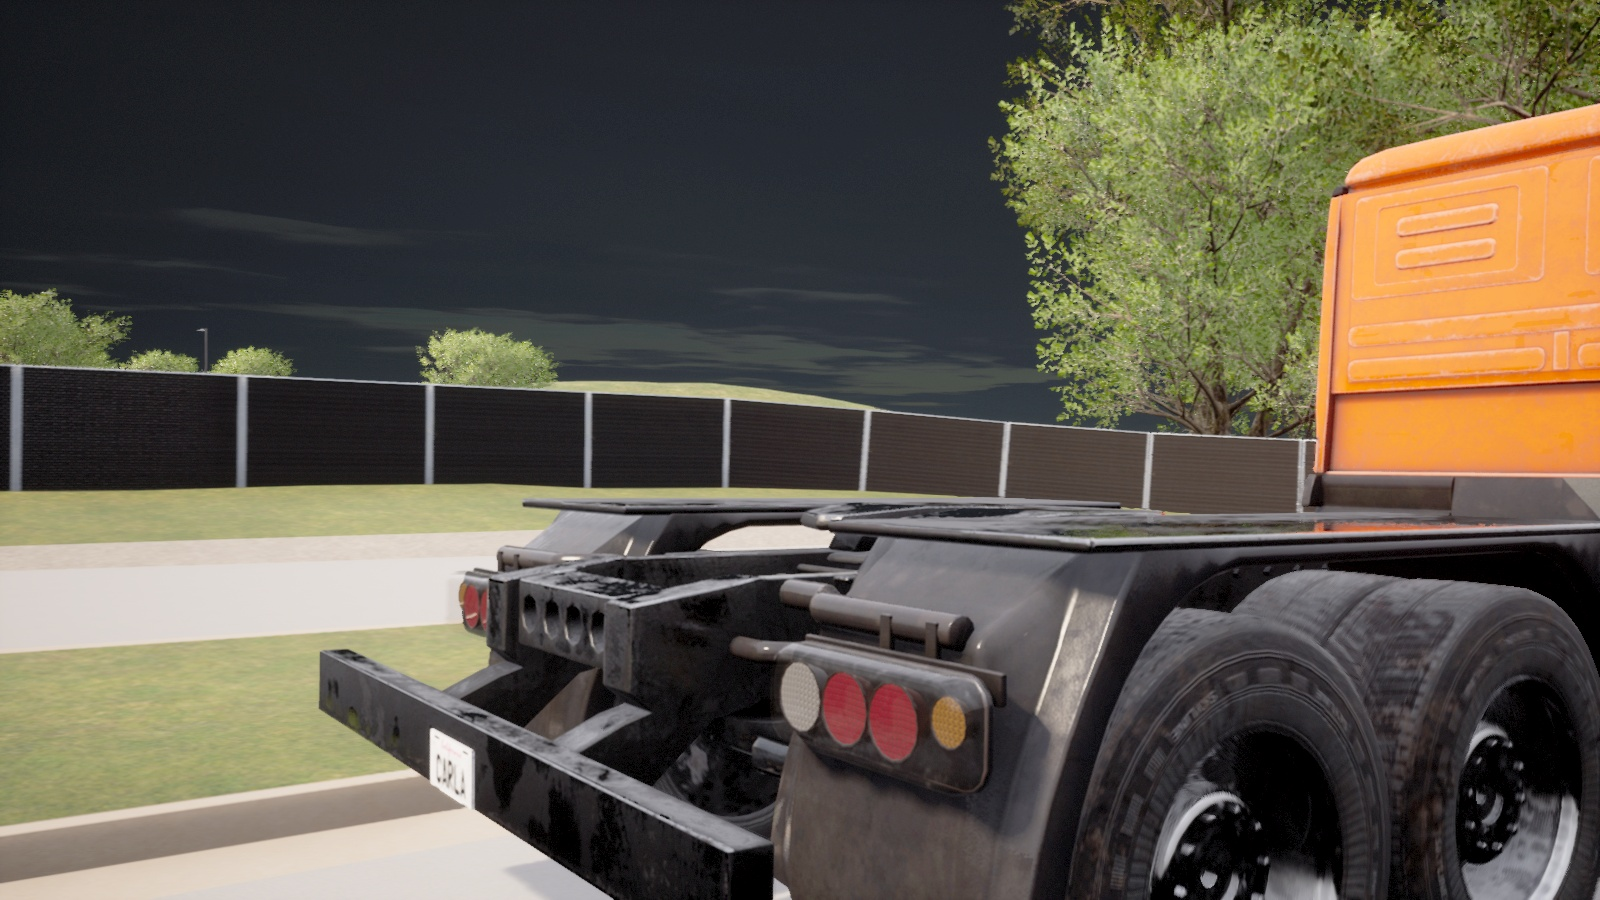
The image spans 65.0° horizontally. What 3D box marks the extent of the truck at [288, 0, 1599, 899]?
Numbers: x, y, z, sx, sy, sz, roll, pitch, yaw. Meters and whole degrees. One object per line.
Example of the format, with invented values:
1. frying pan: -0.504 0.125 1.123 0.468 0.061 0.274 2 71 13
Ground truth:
1. truck: 2.380 -0.182 5.320 7.936 3.462 2.891 1 -1 -35
